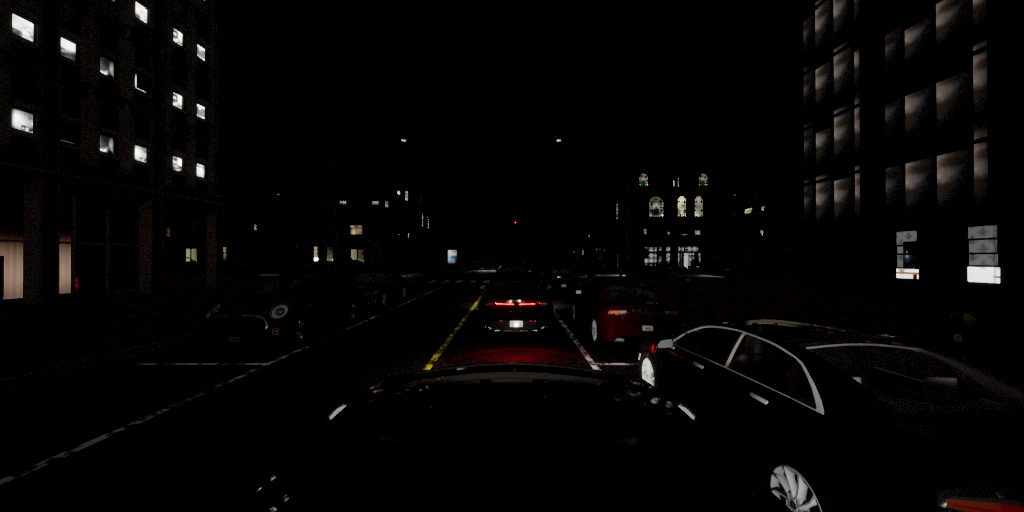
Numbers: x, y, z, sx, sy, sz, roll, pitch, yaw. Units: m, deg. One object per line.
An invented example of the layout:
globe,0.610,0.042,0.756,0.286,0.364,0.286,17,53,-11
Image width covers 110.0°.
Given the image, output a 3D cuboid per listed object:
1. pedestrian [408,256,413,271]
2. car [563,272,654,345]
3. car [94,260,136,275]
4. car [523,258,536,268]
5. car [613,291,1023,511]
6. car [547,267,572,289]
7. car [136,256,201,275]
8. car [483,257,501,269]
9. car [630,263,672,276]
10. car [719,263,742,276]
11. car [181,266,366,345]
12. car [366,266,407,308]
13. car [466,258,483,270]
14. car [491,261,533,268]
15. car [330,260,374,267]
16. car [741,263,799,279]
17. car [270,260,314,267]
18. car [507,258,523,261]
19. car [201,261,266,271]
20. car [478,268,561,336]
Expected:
pedestrian,-12.585,0.885,44.235,0.375,1.860,0.375,0,-1,1
car,2.685,1.296,9.326,1.888,1.381,4.507,0,0,0
car,-36.513,1.130,33.252,4.403,1.370,2.007,0,0,1
car,2.650,1.322,53.100,1.948,1.339,4.313,0,0,0
car,2.689,1.301,3.634,2.007,1.370,4.403,0,0,0
car,2.676,1.302,20.710,2.007,1.370,4.403,0,0,0
car,-30.976,0.917,33.171,5.009,1.841,2.192,0,0,1
car,-3.124,1.234,53.781,1.882,1.535,5.008,0,0,1
car,14.782,1.403,38.296,4.181,1.385,1.994,0,0,1
car,24.597,1.413,38.157,4.674,1.442,1.812,0,0,1
car,-5.696,1.190,9.336,1.967,1.591,4.097,0,0,0
car,-5.700,1.302,15.028,2.007,1.370,4.403,0,0,0
car,-5.730,1.338,53.106,1.802,1.307,4.207,0,0,0
car,0.081,1.230,20.531,1.882,1.535,5.008,0,0,2
car,-15.543,1.189,35.616,4.892,1.490,1.837,0,0,-1
car,23.618,1.433,32.339,4.207,1.307,1.802,0,0,1
car,-25.485,1.197,41.473,4.829,1.417,1.751,0,0,1
car,0.023,1.248,49.769,2.128,1.511,4.902,0,0,2
car,-25.440,1.177,33.091,4.403,1.370,2.007,0,0,1
car,0.094,1.256,10.342,1.837,1.490,4.892,0,0,0
